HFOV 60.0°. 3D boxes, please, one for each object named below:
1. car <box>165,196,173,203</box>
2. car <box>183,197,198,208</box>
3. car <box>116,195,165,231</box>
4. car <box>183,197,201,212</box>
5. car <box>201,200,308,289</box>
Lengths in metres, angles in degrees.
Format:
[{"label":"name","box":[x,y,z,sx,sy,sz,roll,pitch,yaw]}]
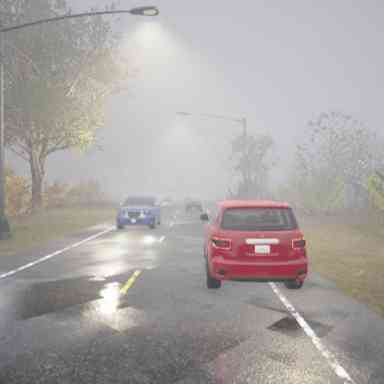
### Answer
[{"label":"car","box":[-4.940,1.452,67.882,1.994,1.385,4.181,0,0,-4]},{"label":"car","box":[-0.239,1.491,48.908,2.033,1.411,5.357,0,0,-2]},{"label":"car","box":[-3.203,1.215,21.028,2.150,2.045,5.566,0,0,0]},{"label":"car","box":[0.152,1.468,38.554,1.837,1.490,4.892,0,0,-2]},{"label":"car","box":[1.449,1.224,9.289,2.150,2.045,5.566,0,0,1]}]
